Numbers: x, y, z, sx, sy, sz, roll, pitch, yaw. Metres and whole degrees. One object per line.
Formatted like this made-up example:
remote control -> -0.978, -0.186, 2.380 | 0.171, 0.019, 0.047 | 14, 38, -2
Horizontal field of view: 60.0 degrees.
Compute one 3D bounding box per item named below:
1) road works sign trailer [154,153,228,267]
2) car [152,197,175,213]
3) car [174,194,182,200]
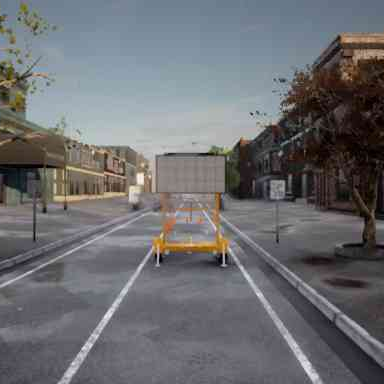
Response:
road works sign trailer -> -0.037, 0.462, 11.430 | 2.380, 3.560, 2.880 | 0, 0, 0
car -> -3.223, 1.555, 36.908 | 1.994, 1.385, 4.181 | 0, 0, 0
car -> -3.265, 0.999, 78.267 | 2.128, 1.511, 4.902 | 0, 1, 0
